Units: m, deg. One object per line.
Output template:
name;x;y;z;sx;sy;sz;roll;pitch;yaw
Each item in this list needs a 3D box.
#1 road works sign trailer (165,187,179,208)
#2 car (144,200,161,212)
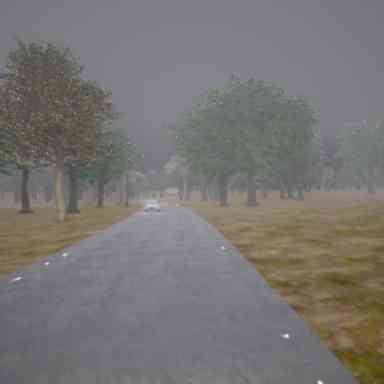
road works sign trailer;-3.508;0.907;58.399;2.380;3.560;2.880;0;-1;-7
car;-5.026;1.793;42.607;1.812;1.442;4.674;0;-1;-5
